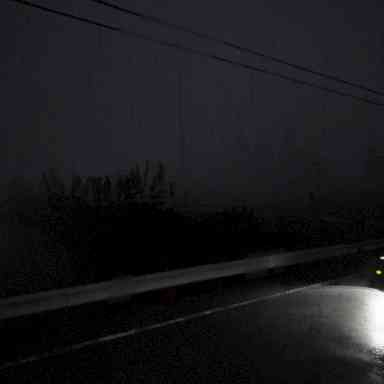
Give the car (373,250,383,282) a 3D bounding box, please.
[{"bbox_3d":[6.563,1.671,8.633,4.181,1.385,1.994,1,-1,-35],"label":"car"}]
